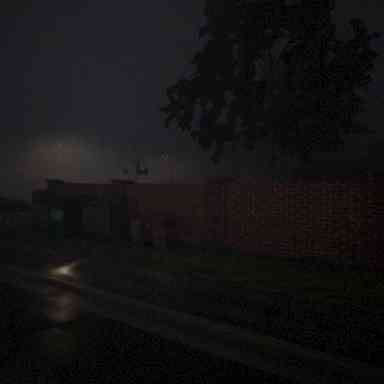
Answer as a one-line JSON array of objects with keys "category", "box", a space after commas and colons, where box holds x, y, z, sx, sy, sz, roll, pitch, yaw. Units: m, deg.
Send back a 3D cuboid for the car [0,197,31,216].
[{"category": "car", "box": [-14.568, 1.123, 26.952, 2.128, 1.511, 4.902, 1, 1, 37]}]
